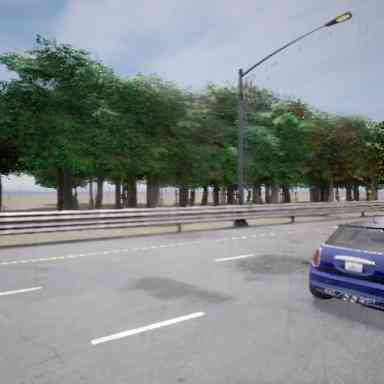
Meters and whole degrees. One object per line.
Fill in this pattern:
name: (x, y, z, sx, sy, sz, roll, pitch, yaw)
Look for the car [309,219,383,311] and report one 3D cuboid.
car: (4.611, 1.354, 7.170, 4.553, 1.767, 2.097, 0, 0, -36)
